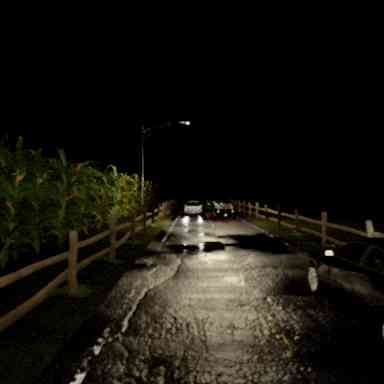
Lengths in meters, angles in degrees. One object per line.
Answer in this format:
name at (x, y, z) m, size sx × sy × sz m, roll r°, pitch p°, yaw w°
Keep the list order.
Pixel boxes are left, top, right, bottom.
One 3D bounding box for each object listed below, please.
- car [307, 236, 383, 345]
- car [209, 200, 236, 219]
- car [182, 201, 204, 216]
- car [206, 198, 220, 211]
car at (3.585, 1.505, 5.770) m, size 1.882 × 1.535 × 5.008 m, roll 0°, pitch 0°, yaw 0°
car at (2.898, 1.707, 30.712) m, size 1.895 × 1.301 × 4.718 m, roll 0°, pitch 0°, yaw 1°
car at (0.104, 1.633, 33.620) m, size 1.812 × 1.442 × 4.674 m, roll 0°, pitch 0°, yaw 0°
car at (2.900, 1.512, 43.176) m, size 2.097 × 1.767 × 4.553 m, roll 0°, pitch 0°, yaw 0°
